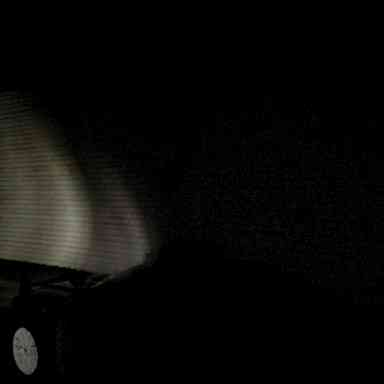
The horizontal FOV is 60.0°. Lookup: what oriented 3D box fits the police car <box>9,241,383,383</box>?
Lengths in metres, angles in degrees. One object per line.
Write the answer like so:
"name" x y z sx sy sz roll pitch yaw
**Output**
"police car" -0.259 1.452 3.912 5.238 1.638 1.930 0 0 35
